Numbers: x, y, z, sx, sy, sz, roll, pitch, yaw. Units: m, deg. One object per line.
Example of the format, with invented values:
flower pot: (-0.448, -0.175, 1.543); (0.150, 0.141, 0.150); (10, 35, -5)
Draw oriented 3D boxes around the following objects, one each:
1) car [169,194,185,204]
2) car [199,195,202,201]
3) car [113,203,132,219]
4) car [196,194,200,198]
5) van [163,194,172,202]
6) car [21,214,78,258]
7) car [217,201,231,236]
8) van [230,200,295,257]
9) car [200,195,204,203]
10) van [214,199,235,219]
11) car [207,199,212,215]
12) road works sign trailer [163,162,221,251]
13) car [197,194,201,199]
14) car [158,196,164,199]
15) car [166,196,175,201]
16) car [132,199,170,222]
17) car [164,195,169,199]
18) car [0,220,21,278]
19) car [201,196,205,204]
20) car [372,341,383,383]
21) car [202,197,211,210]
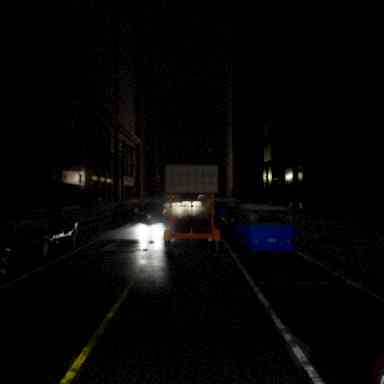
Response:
car: (-3.031, 1.691, 67.912); (1.994, 1.385, 4.181); (0, 0, 0)
car: (2.651, 1.671, 57.915); (1.887, 1.381, 4.507); (1, 0, 0)
car: (-5.862, 1.621, 29.784); (1.887, 1.381, 4.507); (1, 0, 0)
car: (2.639, 1.701, 86.039); (1.887, 1.381, 4.507); (1, 0, 0)
van: (-5.882, 1.493, 80.404); (1.690, 1.788, 3.998); (1, 0, 0)
car: (-5.856, 1.581, 12.910); (1.887, 1.381, 4.507); (1, 0, 0)
car: (2.669, 1.490, 18.542); (1.967, 1.590, 4.097); (1, 0, 0)
van: (2.672, 1.377, 12.918); (1.690, 1.788, 3.998); (1, 0, 0)
car: (2.653, 1.663, 52.290); (1.887, 1.381, 4.507); (1, 0, 0)
van: (2.667, 1.404, 24.168); (1.690, 1.788, 3.998); (1, 0, 0)
car: (2.663, 1.626, 29.792); (2.008, 1.369, 4.403); (1, 0, 0)
road works sign trailer: (-0.006, 0.504, 14.379); (2.380, 3.560, 2.880); (0, 0, 0)
car: (2.646, 1.706, 69.166); (1.947, 1.339, 4.313); (1, 0, 0)
car: (-5.872, 1.643, 52.111); (1.752, 1.417, 4.829); (1, 0, 0)
car: (-5.890, 1.727, 91.653); (1.947, 1.339, 4.313); (1, 0, 0)
car: (-3.111, 1.561, 26.730); (2.128, 1.511, 4.902); (0, 0, 0)
car: (-5.878, 1.716, 63.530); (1.802, 1.307, 4.206); (1, 0, 0)
car: (-5.852, 1.462, 7.286); (1.967, 1.590, 4.097); (1, 0, 0)
car: (2.656, 1.653, 46.666); (1.887, 1.381, 4.507); (1, 0, 0)
car: (2.674, 1.587, 1.668); (1.802, 1.307, 4.206); (1, 0, 0)
car: (2.658, 1.649, 41.041); (2.008, 1.369, 4.403); (1, 0, 0)
